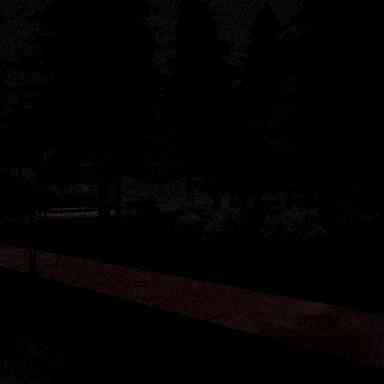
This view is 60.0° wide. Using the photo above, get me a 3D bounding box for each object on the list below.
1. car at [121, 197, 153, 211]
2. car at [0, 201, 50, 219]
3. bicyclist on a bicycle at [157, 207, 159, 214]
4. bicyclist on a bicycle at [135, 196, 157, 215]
[{"bbox_3d":[-6.554,1.330,38.397,2.128,1.511,4.902,0,0,36],"label":"car"},{"bbox_3d":[-14.383,1.439,27.439,1.895,1.301,4.718,0,0,35],"label":"car"},{"bbox_3d":[-3.563,1.143,28.944,1.656,1.620,0.582,0,0,22],"label":"bicyclist on a bicycle"},{"bbox_3d":[-4.125,1.142,28.461,1.656,1.620,0.582,0,0,15],"label":"bicyclist on a bicycle"}]
